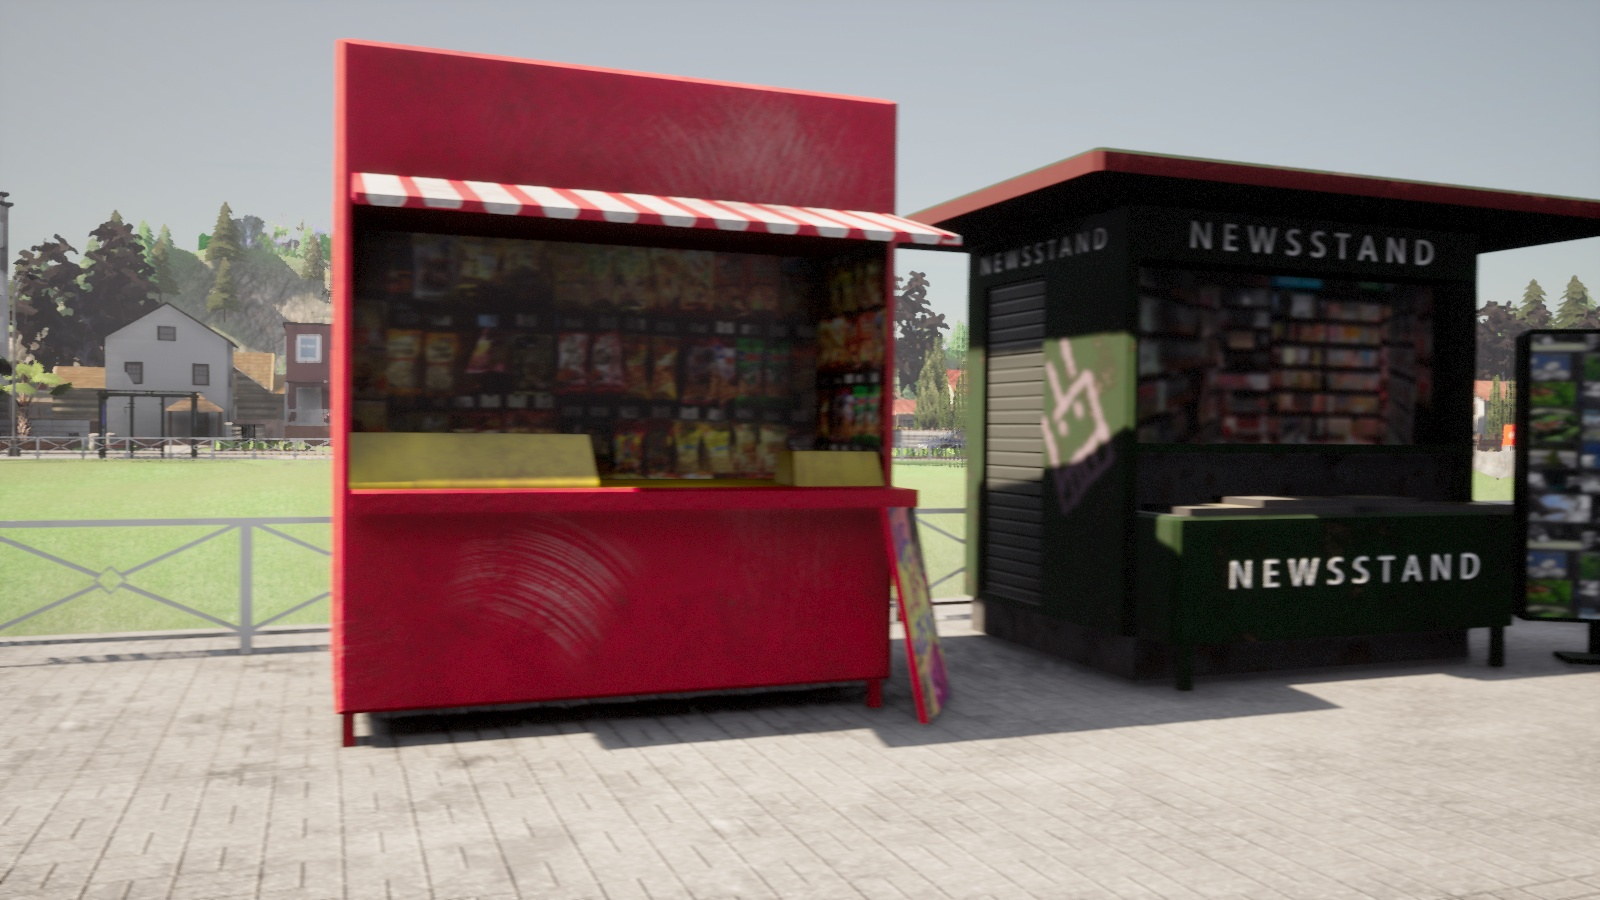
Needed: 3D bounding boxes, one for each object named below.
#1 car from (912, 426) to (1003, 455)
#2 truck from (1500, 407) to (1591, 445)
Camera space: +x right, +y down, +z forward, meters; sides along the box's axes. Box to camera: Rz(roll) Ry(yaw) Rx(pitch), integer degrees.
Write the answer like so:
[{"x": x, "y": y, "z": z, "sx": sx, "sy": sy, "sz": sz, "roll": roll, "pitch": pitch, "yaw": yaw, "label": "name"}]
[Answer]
[{"x": 9.191, "y": -0.563, "z": 73.254, "sx": 4.856, "sy": 1.649, "sz": 2.033, "roll": -1, "pitch": 1, "yaw": -21, "label": "car"}, {"x": 50.165, "y": -1.606, "z": 84.516, "sx": 5.204, "sy": 2.467, "sz": 2.627, "roll": -1, "pitch": 1, "yaw": -21, "label": "truck"}]
